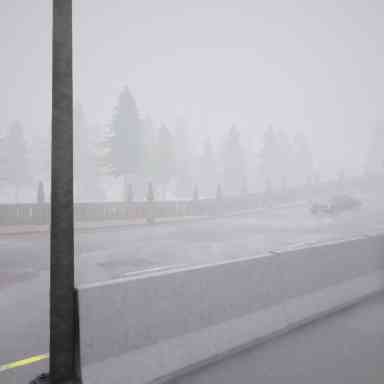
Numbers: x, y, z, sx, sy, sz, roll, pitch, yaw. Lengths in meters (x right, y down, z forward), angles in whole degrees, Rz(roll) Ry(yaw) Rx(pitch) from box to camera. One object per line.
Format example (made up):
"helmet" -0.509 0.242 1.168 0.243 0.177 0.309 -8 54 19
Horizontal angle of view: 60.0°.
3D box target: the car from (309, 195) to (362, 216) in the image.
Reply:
"car" 11.100 0.977 25.691 4.718 1.301 1.895 -5 3 -37
